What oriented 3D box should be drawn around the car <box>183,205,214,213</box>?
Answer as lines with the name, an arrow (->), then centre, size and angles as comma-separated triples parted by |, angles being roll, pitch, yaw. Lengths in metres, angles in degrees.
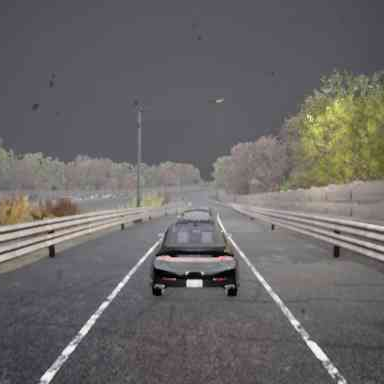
car -> 0.262, 1.636, 17.120 | 1.882, 1.535, 5.008 | 0, -1, 2

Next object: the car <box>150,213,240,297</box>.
car -> 0.076, 1.503, 8.582 | 2.128, 1.511, 4.902 | 0, -1, 1

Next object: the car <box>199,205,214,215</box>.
car -> 2.149, 2.537, 47.874 | 1.895, 1.301, 4.718 | 0, -1, 4

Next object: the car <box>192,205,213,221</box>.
car -> 1.229, 2.169, 35.460 | 2.033, 1.411, 5.357 | 0, -1, 4
